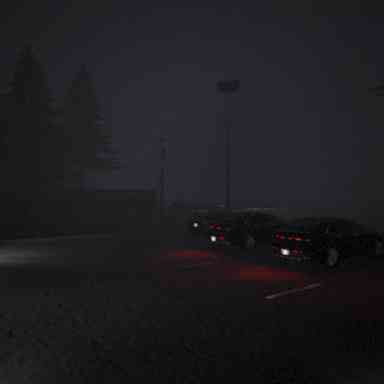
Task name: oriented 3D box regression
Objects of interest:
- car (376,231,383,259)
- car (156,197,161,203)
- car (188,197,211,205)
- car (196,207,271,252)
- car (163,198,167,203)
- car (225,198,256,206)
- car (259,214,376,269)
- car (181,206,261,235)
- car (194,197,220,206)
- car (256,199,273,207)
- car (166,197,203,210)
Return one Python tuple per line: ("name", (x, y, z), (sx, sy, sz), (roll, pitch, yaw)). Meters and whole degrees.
("car", (7.194, 1.433, 8.890), (4.553, 1.767, 2.097), (1, 0, -36))
("car", (-8.222, 1.561, 60.964), (2.097, 1.767, 4.553), (1, 0, -35))
("car", (1.394, 1.782, 65.627), (2.128, 1.511, 4.902), (1, 0, -35))
("car", (2.808, 1.583, 14.360), (4.892, 1.490, 1.837), (0, 0, -36))
("car", (-7.617, 1.798, 78.098), (1.812, 1.442, 4.674), (1, 0, -36))
("car", (7.156, 1.767, 51.618), (1.837, 1.490, 4.892), (1, 0, -36))
("car", (4.795, 1.582, 11.478), (4.892, 1.490, 1.837), (1, 0, -36))
("car", (1.822, 1.651, 17.957), (4.181, 1.385, 1.994), (0, 0, -36))
("car", (1.868, 1.812, 46.967), (1.895, 1.301, 4.718), (1, 0, -36))
("car", (10.339, 1.837, 53.193), (2.033, 1.411, 5.357), (1, 0, -36))
("car", (-1.083, 1.786, 45.071), (1.895, 1.301, 4.718), (1, 0, -36))
